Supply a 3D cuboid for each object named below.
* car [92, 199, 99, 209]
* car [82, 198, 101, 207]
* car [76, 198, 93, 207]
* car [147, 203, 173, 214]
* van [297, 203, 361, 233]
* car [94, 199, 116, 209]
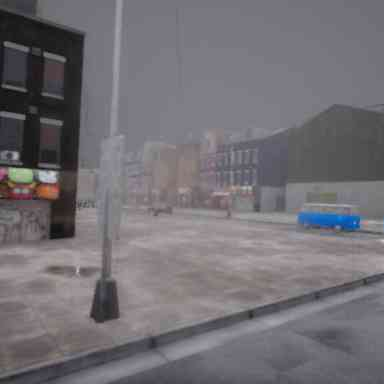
[{"bbox_3d":[-11.865,1.840,46.459,1.895,1.301,4.718,3,-2,-35],"label":"car"},{"bbox_3d":[-18.502,1.956,60.930,1.812,1.442,4.674,3,-2,-35],"label":"car"},{"bbox_3d":[-17.280,1.767,53.999,1.837,1.490,4.892,3,-2,-35],"label":"car"},{"bbox_3d":[-3.815,1.926,39.589,1.802,1.307,4.206,3,-2,-35],"label":"car"},{"bbox_3d":[8.861,1.673,21.769,1.690,1.788,3.998,3,-2,-35],"label":"van"},{"bbox_3d":[-14.449,1.910,55.223,1.837,1.490,4.892,3,-2,-35],"label":"car"}]
